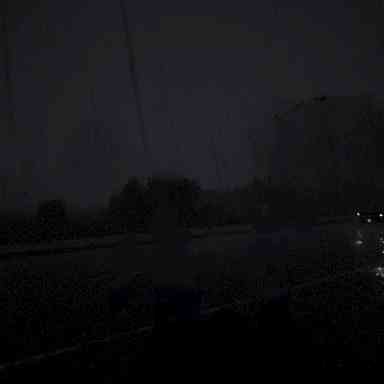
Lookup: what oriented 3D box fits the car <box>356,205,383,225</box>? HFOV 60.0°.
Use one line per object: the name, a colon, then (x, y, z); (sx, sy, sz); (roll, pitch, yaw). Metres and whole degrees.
car: (13.391, 1.586, 23.491); (4.718, 1.301, 1.895); (0, 0, -42)
